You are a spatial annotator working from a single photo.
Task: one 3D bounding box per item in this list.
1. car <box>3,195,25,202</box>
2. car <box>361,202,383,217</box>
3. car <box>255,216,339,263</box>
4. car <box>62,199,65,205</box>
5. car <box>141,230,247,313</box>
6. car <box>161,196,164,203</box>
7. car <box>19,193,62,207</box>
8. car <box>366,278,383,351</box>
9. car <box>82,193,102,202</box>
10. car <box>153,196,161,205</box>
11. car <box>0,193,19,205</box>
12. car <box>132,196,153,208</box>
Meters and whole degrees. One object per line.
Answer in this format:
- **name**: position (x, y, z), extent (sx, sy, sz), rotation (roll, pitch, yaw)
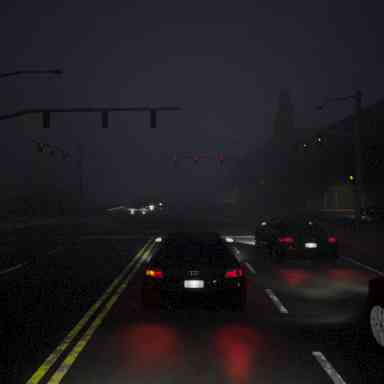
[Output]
- **car**: position (-39.041, 1.364, 72.838), extent (3.905, 1.438, 1.784), rotation (0, 0, 0)
- **car**: position (18.678, 1.547, 30.863), extent (5.357, 1.411, 2.033), rotation (0, 0, 0)
- **car**: position (3.544, 1.564, 11.953), extent (1.994, 1.385, 4.181), rotation (0, 0, 0)
- **car**: position (-21.516, 1.156, 50.363), extent (3.866, 1.878, 1.905), rotation (0, 0, 0)
- **car**: position (0.043, 1.564, 7.773), extent (1.994, 1.385, 4.181), rotation (0, 0, 0)
- **car**: position (-6.828, 1.526, 67.465), extent (1.812, 1.442, 4.674), rotation (0, 0, 2)
- **car**: position (-21.566, 1.153, 47.469), extent (4.605, 1.855, 1.932), rotation (0, 0, 0)
- **car**: position (3.595, 1.478, 3.104), extent (1.882, 1.535, 5.008), rotation (0, 0, 0)
- **car**: position (-21.581, 1.156, 69.986), extent (3.866, 1.878, 1.905), rotation (0, 0, 0)
- **car**: position (-7.133, 1.491, 57.357), extent (2.128, 1.511, 4.902), rotation (0, 0, 2)
- **car**: position (-39.101, 1.153, 69.941), extent (4.605, 1.855, 1.932), rotation (0, 0, 0)
- **car**: position (-7.316, 1.478, 47.806), extent (1.882, 1.535, 5.008), rotation (0, 0, 1)
